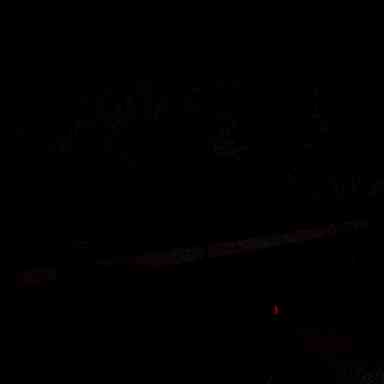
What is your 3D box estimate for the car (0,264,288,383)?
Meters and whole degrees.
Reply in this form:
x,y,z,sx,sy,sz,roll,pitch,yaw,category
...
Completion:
x,y,z,sx,sy,sz,roll,pitch,yaw,category
-0.892,1.571,3.535,4.181,1.385,1.994,0,0,-37,car
